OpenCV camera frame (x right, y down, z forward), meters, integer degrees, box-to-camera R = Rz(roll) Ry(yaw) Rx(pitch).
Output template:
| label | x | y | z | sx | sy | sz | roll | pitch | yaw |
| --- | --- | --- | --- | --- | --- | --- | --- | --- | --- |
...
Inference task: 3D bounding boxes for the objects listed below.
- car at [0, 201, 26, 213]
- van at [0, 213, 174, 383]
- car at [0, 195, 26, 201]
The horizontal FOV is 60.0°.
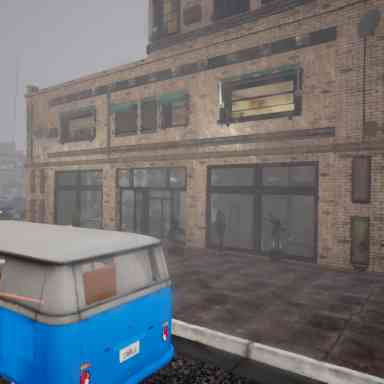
| label | x | y | z | sx | sy | sz | roll | pitch | yaw |
| --- | --- | --- | --- | --- | --- | --- | --- | --- | --- |
| car | -15.307 | 1.793 | 30.607 | 1.947 | 1.339 | 4.313 | 0 | 0 | 36 |
| van | -2.124 | 1.340 | 4.363 | 3.998 | 1.788 | 1.690 | 0 | 1 | 35 |
| car | -18.288 | 1.385 | 36.327 | 2.150 | 2.045 | 5.566 | 1 | 0 | 36 |
